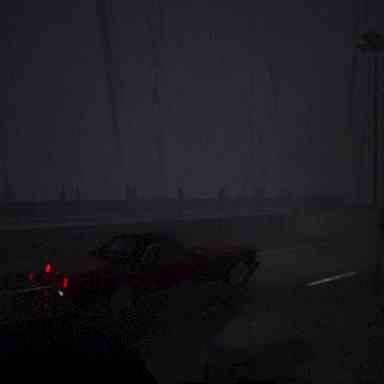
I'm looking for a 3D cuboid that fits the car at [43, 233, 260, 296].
[{"bbox_3d":[-0.678,1.600,7.579,4.718,1.301,1.895,0,0,-35],"label":"car"}]

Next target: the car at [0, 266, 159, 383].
[{"bbox_3d":[-2.517,1.603,1.988,4.718,1.301,1.895,0,0,-35],"label":"car"}]

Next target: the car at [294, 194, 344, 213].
[{"bbox_3d":[11.380,1.208,29.342,5.566,2.045,2.150,0,0,-36],"label":"car"}]

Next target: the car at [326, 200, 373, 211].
[{"bbox_3d":[12.774,1.550,26.035,4.181,1.385,1.994,0,0,-36],"label":"car"}]

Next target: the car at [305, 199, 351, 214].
[{"bbox_3d":[14.791,1.530,36.082,5.357,1.411,2.033,0,0,-36],"label":"car"}]
